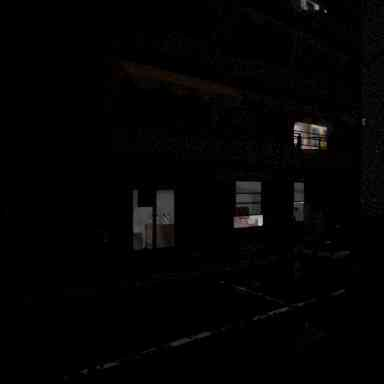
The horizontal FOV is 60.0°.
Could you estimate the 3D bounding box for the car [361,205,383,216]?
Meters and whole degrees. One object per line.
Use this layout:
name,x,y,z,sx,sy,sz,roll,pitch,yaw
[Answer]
car,16.791,1.888,32.071,1.895,1.301,4.718,0,-1,-36

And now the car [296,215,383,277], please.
car,5.012,1.582,10.209,4.206,1.307,1.802,0,0,-36
